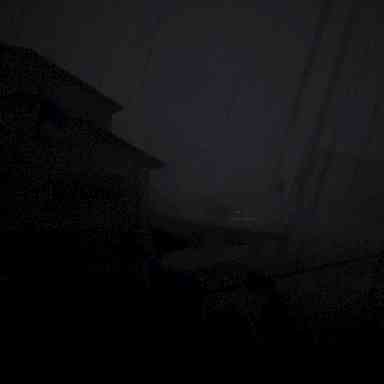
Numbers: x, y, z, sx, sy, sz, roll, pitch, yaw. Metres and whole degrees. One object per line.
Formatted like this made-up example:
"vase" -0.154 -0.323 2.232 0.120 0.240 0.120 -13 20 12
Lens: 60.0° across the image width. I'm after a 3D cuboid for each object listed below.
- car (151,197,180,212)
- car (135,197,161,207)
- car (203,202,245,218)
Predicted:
"car" -3.231 1.504 38.642 1.837 1.490 4.892 0 0 -35
"car" -6.771 1.526 50.817 1.812 1.442 4.674 0 0 -36
"car" 2.802 1.564 30.098 1.994 1.385 4.181 0 0 -35
